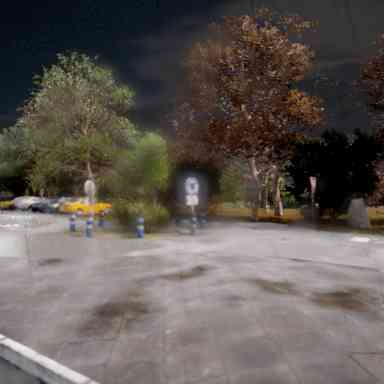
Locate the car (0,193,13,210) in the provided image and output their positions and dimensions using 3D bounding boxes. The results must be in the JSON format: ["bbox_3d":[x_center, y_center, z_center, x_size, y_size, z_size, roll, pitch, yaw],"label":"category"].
[{"bbox_3d":[-18.814,1.175,37.274,1.946,1.575,5.366,1,1,36],"label":"car"}]

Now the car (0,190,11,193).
[{"bbox_3d":[-23.165,0.818,40.699,2.435,2.045,5.566,1,1,36],"label":"car"}]

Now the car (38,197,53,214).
[{"bbox_3d":[-12.062,1.212,32.639,2.185,1.767,4.553,1,1,36],"label":"car"}]

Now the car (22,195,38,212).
[{"bbox_3d":[-14.240,1.315,34.146,2.163,1.488,4.792,1,1,36],"label":"car"}]

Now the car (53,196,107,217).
[{"bbox_3d":[-9.843,1.391,30.982,2.097,1.535,5.008,1,1,36],"label":"car"}]

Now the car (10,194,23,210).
[{"bbox_3d":[-16.466,1.272,35.795,2.002,1.452,4.674,1,1,36],"label":"car"}]
